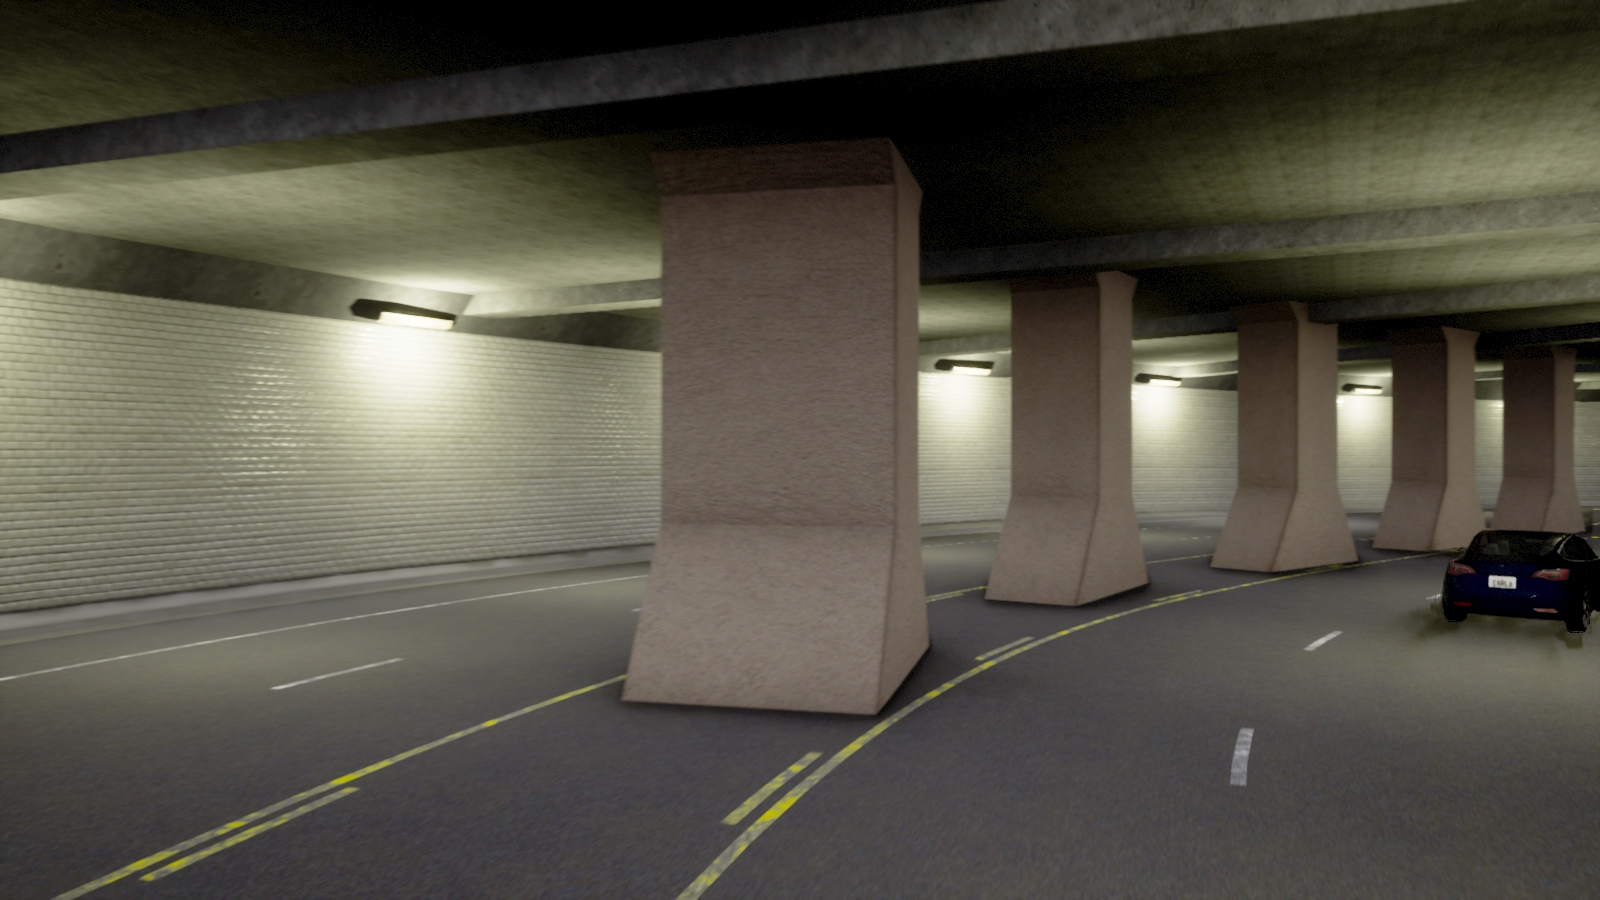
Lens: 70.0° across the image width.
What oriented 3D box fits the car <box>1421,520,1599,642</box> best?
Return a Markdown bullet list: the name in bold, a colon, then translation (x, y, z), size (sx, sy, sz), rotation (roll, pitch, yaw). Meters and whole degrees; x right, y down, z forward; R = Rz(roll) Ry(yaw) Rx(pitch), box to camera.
- **car**: translation (12.317, 2.077, 19.299), size (2.163, 1.488, 4.792), rotation (0, 0, 42)
